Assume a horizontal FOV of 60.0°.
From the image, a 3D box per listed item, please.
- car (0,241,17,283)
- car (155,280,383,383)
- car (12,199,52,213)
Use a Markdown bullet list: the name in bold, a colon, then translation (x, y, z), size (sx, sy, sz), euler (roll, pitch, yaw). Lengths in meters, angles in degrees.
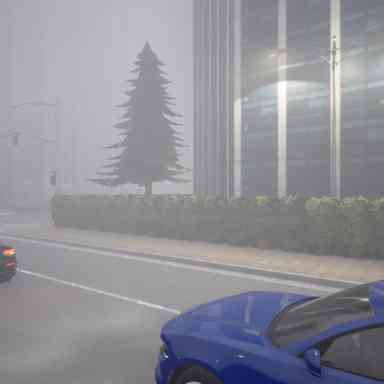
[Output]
- **car**: translation (-6.203, 1.526, 8.376), size (4.674, 1.442, 1.812), euler (0, 0, 36)
- **car**: translation (1.923, 1.478, 2.622), size (5.008, 1.535, 1.882), euler (0, 0, 36)
- **car**: translation (-17.212, 1.547, 37.467), size (2.033, 1.411, 5.357), euler (0, 0, 36)
